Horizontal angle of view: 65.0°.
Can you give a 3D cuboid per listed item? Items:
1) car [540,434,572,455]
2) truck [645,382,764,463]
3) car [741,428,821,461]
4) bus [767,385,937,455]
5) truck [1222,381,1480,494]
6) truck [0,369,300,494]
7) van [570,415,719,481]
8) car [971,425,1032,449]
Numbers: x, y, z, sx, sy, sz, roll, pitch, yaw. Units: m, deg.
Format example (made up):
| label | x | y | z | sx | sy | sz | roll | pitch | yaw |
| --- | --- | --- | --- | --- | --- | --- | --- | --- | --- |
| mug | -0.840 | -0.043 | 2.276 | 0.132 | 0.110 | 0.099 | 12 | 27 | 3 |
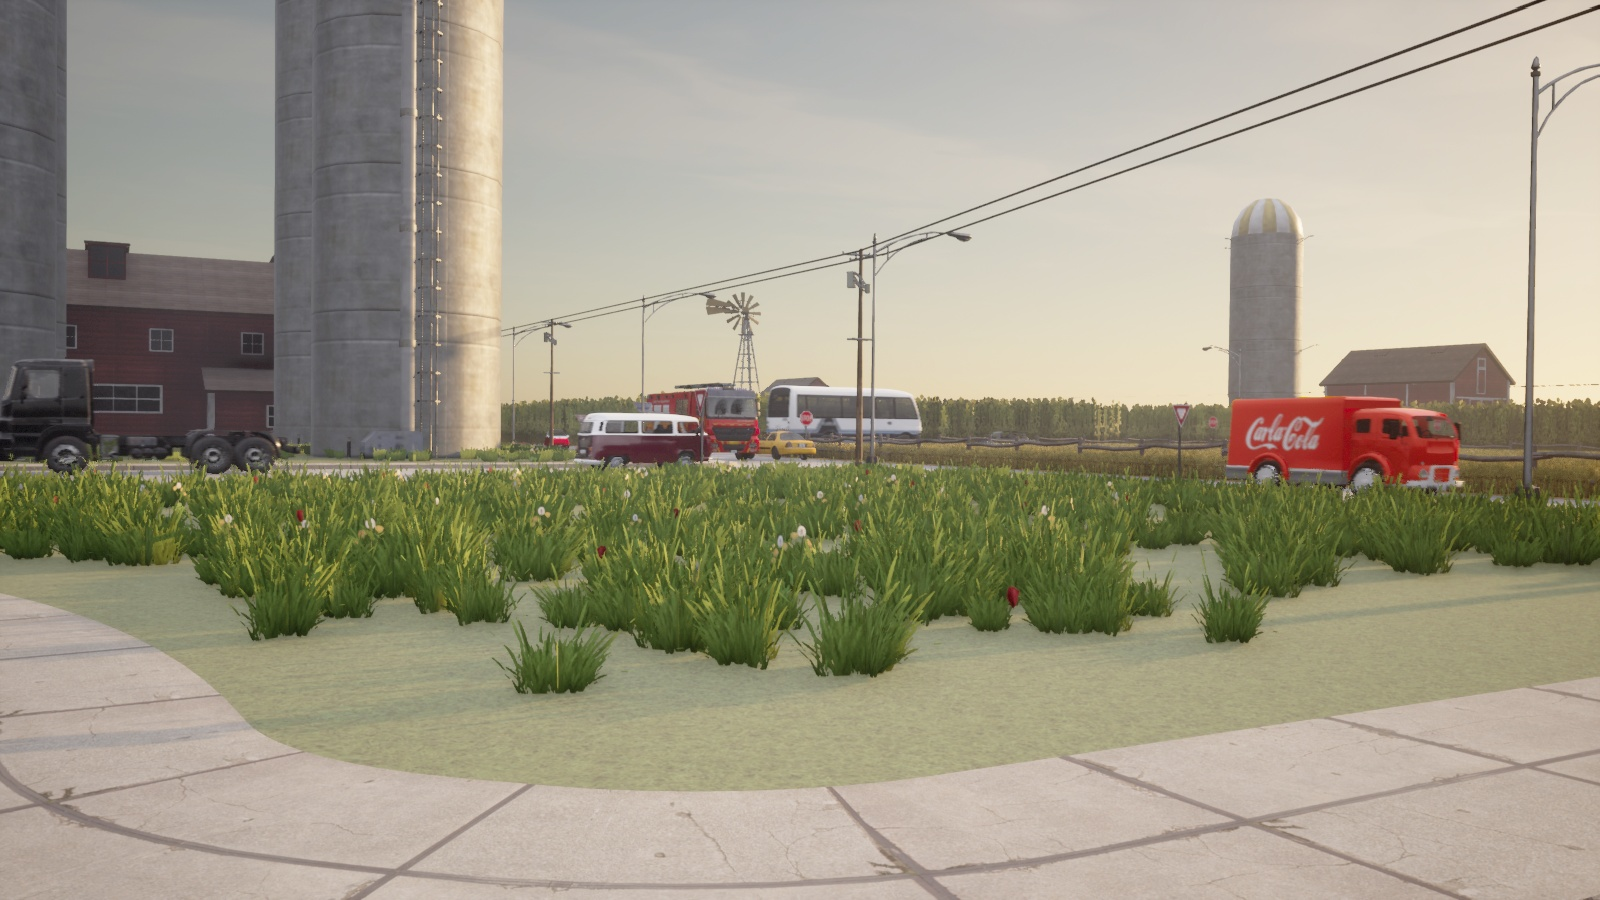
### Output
| label | x | y | z | sx | sy | sz | roll | pitch | yaw |
| --- | --- | --- | --- | --- | --- | --- | --- | --- | --- |
| car | -16.505 | -0.348 | 84.877 | 1.481 | 1.376 | 2.207 | -1 | 1 | -29 |
| truck | -5.017 | -1.350 | 63.817 | 2.891 | 3.827 | 8.468 | -1 | 1 | -27 |
| car | -1.028 | -0.289 | 63.790 | 1.801 | 1.575 | 5.366 | -1 | 1 | -29 |
| bus | 3.377 | -1.919 | 80.208 | 10.273 | 4.253 | 3.944 | -1 | 1 | -29 |
| truck | 13.189 | -0.329 | 30.428 | 2.627 | 2.467 | 5.204 | -1 | 1 | -29 |
| truck | -19.632 | -0.590 | 38.104 | 7.936 | 3.462 | 2.891 | -1 | 1 | -29 |
| van | -5.204 | -0.105 | 42.237 | 4.480 | 2.038 | 2.069 | -2 | 1 | -29 |
| car | 14.382 | -0.941 | 89.727 | 3.988 | 1.617 | 1.851 | -1 | 1 | -28 |
